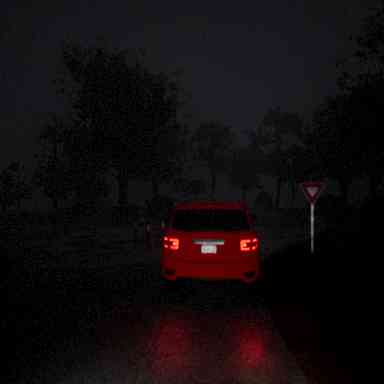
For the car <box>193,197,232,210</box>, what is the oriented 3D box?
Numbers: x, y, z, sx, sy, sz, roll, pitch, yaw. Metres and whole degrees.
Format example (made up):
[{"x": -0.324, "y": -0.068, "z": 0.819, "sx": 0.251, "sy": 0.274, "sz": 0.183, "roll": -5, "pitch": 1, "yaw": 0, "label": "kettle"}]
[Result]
[{"x": 2.606, "y": 1.438, "z": 43.239, "sx": 5.008, "sy": 1.535, "sz": 1.882, "roll": 0, "pitch": -1, "yaw": 40, "label": "car"}]

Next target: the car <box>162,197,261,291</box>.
[{"x": 0.638, "y": 1.213, "z": 9.192, "sx": 2.150, "sy": 2.045, "sz": 5.566, "roll": 0, "pitch": 0, "yaw": 7, "label": "car"}]
